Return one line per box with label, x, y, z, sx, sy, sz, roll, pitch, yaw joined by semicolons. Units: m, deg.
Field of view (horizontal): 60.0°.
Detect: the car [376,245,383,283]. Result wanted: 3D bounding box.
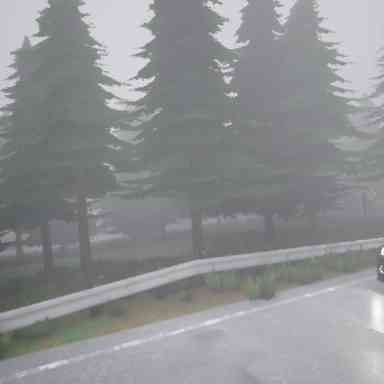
car;6.407;1.285;7.904;4.553;1.767;2.097;0;1;-34
